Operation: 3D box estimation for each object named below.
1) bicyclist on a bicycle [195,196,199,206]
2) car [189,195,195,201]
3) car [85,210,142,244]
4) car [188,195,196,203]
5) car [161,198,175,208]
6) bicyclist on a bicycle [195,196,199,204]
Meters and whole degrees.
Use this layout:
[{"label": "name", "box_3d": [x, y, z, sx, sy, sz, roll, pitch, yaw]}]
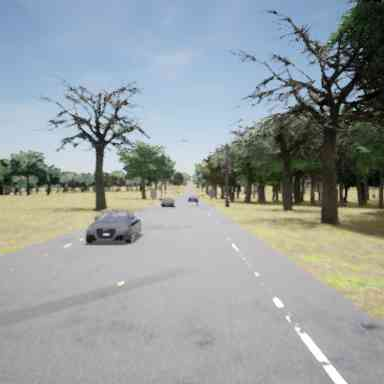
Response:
[{"label": "bicyclist on a bicycle", "box_3d": [0.977, 1.591, 57.796, 0.582, 1.620, 1.656, 0, 0, 0]}, {"label": "car", "box_3d": [0.024, 1.679, 94.439, 1.882, 1.535, 5.008, 0, 0, 0]}, {"label": "car", "box_3d": [-3.594, 1.580, 15.859, 1.994, 1.385, 4.181, 0, 0, 0]}, {"label": "car", "box_3d": [0.020, 1.707, 79.711, 1.882, 1.535, 5.008, 0, 0, 0]}, {"label": "car", "box_3d": [-3.551, 1.581, 49.561, 1.882, 1.535, 5.008, 0, 0, 0]}, {"label": "bicyclist on a bicycle", "box_3d": [0.968, 1.613, 66.143, 0.866, 1.612, 1.509, 0, 0, 0]}]
